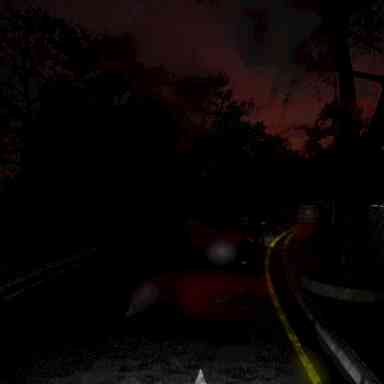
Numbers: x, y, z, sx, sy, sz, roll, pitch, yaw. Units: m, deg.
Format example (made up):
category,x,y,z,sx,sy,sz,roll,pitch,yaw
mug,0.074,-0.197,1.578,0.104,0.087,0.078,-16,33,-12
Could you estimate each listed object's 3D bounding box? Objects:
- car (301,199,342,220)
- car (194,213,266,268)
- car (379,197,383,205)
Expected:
category,x,y,z,sx,sy,sz,roll,pitch,yaw
car,10.436,1.312,26.091,4.892,1.490,1.837,-1,1,-42
car,1.439,1.441,11.416,1.882,1.535,5.008,0,1,15
car,26.968,1.088,44.882,4.181,1.385,1.994,-1,2,-39
